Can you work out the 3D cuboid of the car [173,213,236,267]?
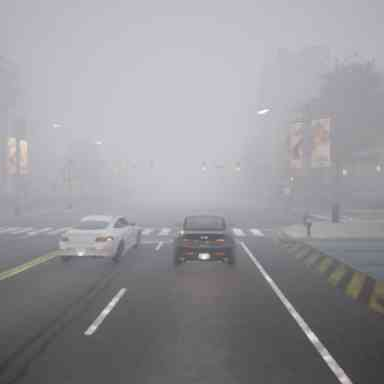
[{"bbox_3d":[0.423,1.494,11.422,1.837,1.490,4.892,0,0,2],"label":"car"}]

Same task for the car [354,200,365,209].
[{"bbox_3d":[24.365,1.511,44.521,4.892,1.490,1.837,0,0,2],"label":"car"}]

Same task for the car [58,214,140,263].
[{"bbox_3d":[-3.075,1.507,11.740,1.812,1.442,4.674,0,0,2],"label":"car"}]

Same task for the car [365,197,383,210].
[{"bbox_3d":[24.564,1.612,41.023,4.718,1.301,1.895,0,0,2],"label":"car"}]
